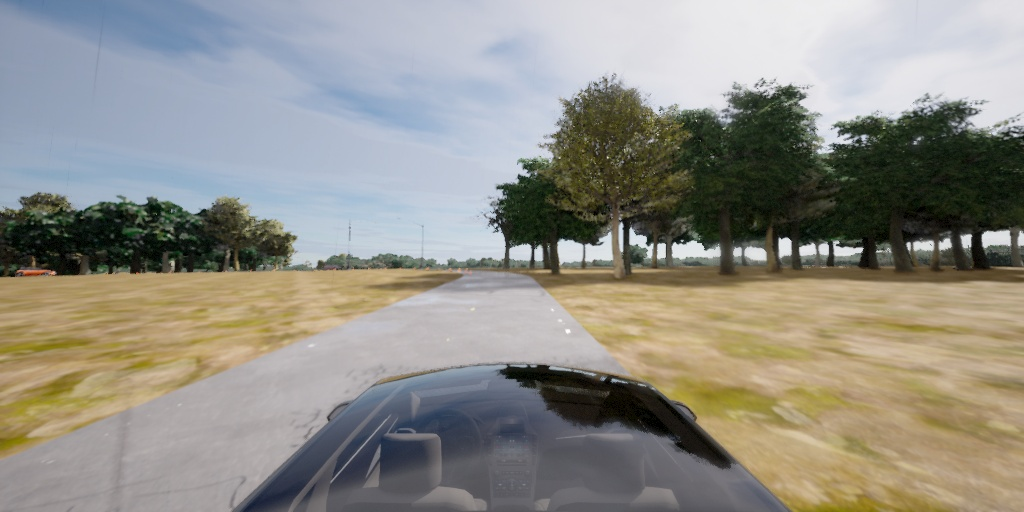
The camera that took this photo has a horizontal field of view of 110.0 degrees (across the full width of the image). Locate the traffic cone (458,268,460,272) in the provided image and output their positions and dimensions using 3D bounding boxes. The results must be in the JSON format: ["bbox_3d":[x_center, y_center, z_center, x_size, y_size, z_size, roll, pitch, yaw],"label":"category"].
[{"bbox_3d":[-7.622,1.990,51.780,0.340,0.580,0.340,0,0,-22],"label":"traffic cone"}]

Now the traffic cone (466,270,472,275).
[{"bbox_3d":[-4.952,1.921,42.736,0.340,0.580,0.340,0,0,-10],"label":"traffic cone"}]

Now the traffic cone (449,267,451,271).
[{"bbox_3d":[-9.648,2.020,56.044,0.340,0.580,0.340,0,0,-28],"label":"traffic cone"}]

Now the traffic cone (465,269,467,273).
[{"bbox_3d":[-6.051,1.957,47.328,0.340,0.580,0.340,0,0,-17],"label":"traffic cone"}]
